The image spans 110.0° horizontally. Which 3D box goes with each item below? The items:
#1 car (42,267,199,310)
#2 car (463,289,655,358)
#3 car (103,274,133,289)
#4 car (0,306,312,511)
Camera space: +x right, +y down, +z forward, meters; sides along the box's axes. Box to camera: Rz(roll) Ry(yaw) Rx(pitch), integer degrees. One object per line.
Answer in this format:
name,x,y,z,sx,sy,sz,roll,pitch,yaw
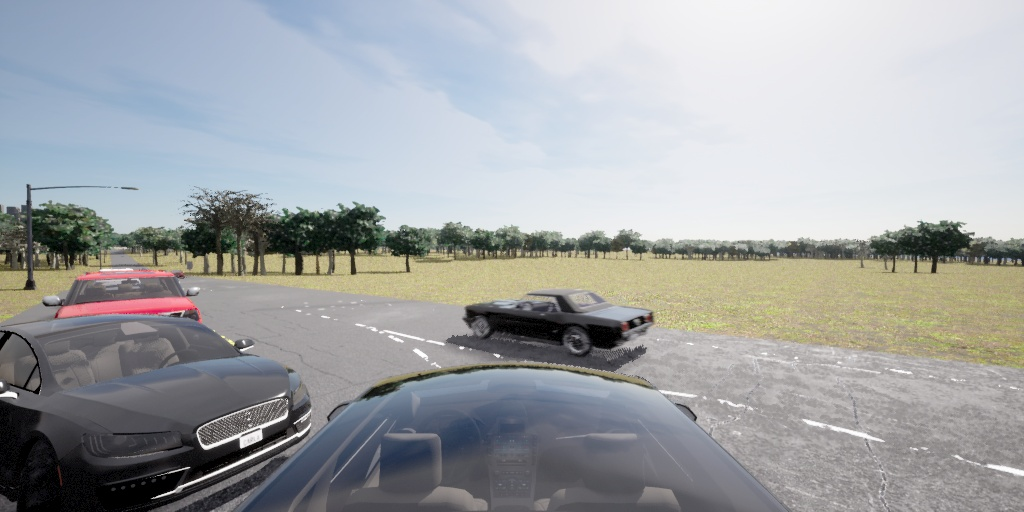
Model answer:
car,-9.341,1.386,8.740,5.566,2.045,2.150,-2,0,42
car,0.901,1.495,9.000,4.718,1.301,1.895,-2,-1,42
car,-41.655,2.667,37.966,1.895,1.301,4.718,-1,0,-45
car,-4.502,1.445,4.019,4.892,1.490,1.837,-3,-3,22
